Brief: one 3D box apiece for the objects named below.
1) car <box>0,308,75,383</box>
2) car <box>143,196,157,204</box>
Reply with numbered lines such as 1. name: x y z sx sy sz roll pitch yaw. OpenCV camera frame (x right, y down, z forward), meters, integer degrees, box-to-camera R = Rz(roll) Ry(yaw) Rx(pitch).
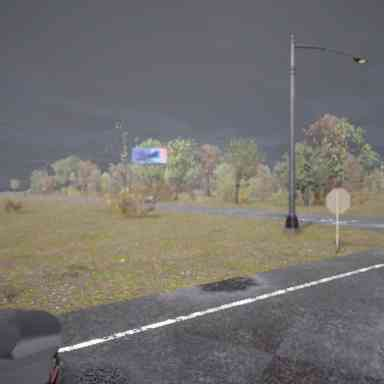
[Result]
1. car: -3.153 1.513 1.632 4.892 1.490 1.837 0 0 -35
2. car: -7.668 1.382 58.174 1.812 1.442 4.674 0 0 -33
